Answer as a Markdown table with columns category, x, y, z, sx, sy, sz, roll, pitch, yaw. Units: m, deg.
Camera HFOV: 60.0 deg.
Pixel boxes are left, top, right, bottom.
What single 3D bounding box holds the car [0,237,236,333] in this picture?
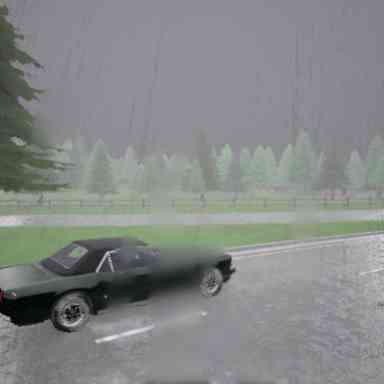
| category | x | y | z | sx | sy | sz | roll | pitch | yaw |
| --- | --- | --- | --- | --- | --- | --- | --- | --- | --- |
| car | -1.344 | 1.606 | 6.826 | 4.718 | 1.301 | 1.895 | 0 | 0 | -37 |
